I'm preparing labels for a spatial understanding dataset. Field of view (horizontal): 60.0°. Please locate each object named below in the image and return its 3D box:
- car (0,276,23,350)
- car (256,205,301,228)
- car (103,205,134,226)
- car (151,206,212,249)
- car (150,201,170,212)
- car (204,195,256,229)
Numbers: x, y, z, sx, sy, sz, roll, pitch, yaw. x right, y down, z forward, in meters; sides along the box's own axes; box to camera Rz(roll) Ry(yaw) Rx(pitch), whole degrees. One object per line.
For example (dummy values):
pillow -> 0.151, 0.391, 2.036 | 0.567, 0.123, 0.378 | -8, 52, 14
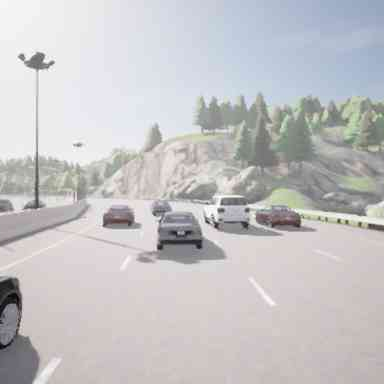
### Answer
car -> -3.529, 1.486, 3.189 | 1.882, 1.535, 5.008 | 0, 0, -1
car -> 5.613, 1.562, 22.200 | 1.994, 1.385, 4.181 | 0, 0, -7
car -> -5.161, 1.584, 23.730 | 1.994, 1.385, 4.181 | 0, 0, -8
car -> -0.618, 1.555, 14.713 | 2.033, 1.411, 5.357 | 0, 0, -5
car -> -3.185, 1.567, 33.704 | 2.033, 1.411, 5.357 | 0, 0, -11
car -> 2.164, 1.226, 21.823 | 2.150, 2.045, 5.566 | 0, 0, -7
